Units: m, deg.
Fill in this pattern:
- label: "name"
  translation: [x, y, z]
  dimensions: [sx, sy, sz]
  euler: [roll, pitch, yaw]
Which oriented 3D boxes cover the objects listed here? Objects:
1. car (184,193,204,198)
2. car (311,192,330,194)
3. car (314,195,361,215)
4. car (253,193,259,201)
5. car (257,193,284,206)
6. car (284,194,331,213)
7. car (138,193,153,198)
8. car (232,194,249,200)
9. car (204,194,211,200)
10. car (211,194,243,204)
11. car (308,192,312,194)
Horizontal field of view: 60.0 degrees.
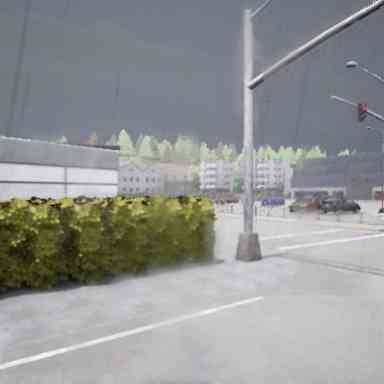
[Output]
- label: "car"
  translation: [-0.561, 1.065, 66.789]
  dimensions: [4.605, 1.855, 1.932]
  euler: [0, 0, -35]
- label: "car"
  translation: [24.816, 1.049, 61.534]
  dimensions: [4.605, 1.855, 1.932]
  euler: [0, 0, -35]
- label: "car"
  translation: [14.008, 1.314, 31.305]
  dimensions: [4.514, 1.523, 2.007]
  euler: [0, 0, -35]
- label: "car"
  translation: [15.488, 1.106, 74.169]
  dimensions: [5.027, 1.636, 2.152]
  euler: [0, 0, -35]
- label: "car"
  translation: [11.676, 1.288, 47.953]
  dimensions: [3.633, 1.501, 1.845]
  euler: [0, 0, -35]
- label: "car"
  translation: [12.168, 1.305, 33.847]
  dimensions: [5.027, 1.636, 2.152]
  euler: [0, 0, -35]
- label: "car"
  translation: [-7.490, 1.336, 61.902]
  dimensions: [3.806, 1.475, 1.970]
  euler: [0, 0, -35]
- label: "car"
  translation: [11.548, 1.185, 79.245]
  dimensions: [3.806, 1.475, 1.970]
  euler: [0, 0, -35]
- label: "car"
  translation: [3.672, 1.257, 78.212]
  dimensions: [4.514, 1.523, 2.007]
  euler: [0, 0, -35]
- label: "car"
  translation: [5.989, 1.266, 56.169]
  dimensions: [4.514, 1.523, 2.007]
  euler: [0, 0, -35]
- label: "car"
  translation: [22.815, 1.029, 63.680]
  dimensions: [3.866, 1.878, 1.905]
  euler: [0, 0, -35]
